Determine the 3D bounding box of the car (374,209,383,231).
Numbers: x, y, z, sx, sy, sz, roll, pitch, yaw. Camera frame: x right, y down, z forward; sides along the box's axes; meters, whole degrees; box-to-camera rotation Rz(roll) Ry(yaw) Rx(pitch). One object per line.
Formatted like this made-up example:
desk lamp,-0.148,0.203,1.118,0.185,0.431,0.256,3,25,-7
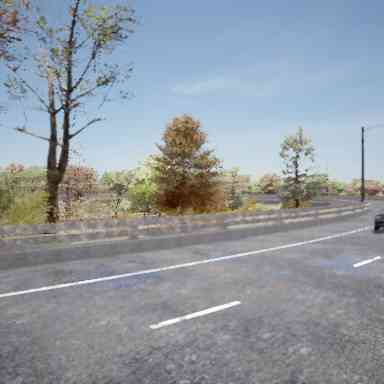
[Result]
car,12.328,1.559,19.909,1.812,1.442,4.674,0,0,43
